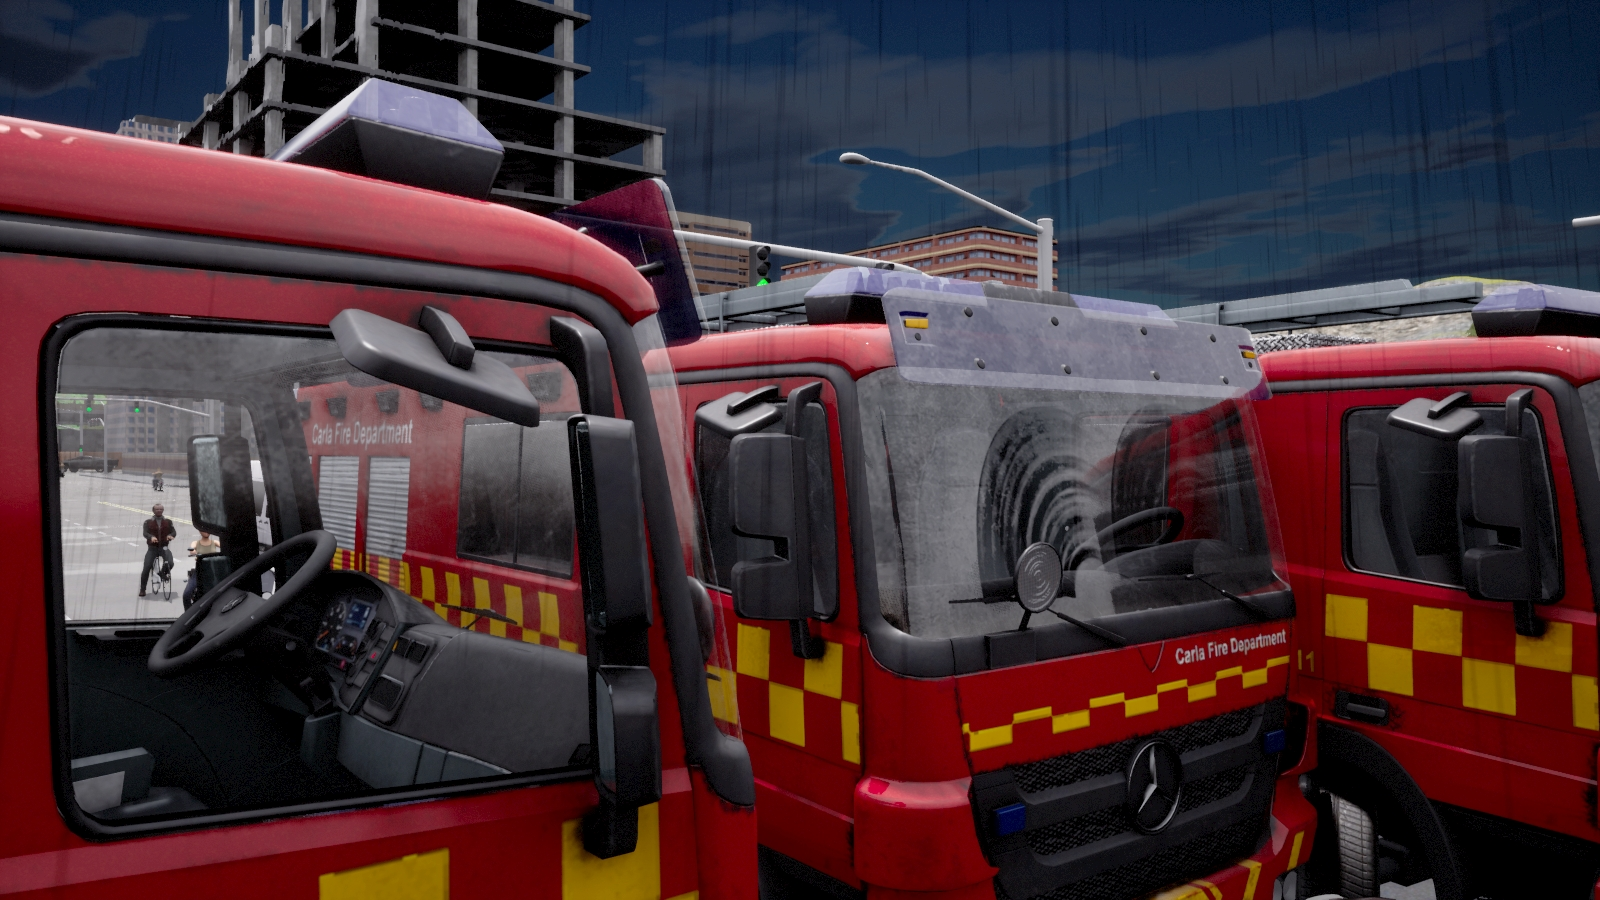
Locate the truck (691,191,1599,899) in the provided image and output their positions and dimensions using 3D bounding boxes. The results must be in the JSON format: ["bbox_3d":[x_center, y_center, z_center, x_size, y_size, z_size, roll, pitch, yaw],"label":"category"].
[{"bbox_3d":[2.348,0.890,8.605,2.891,3.827,8.468,0,0,-31],"label":"truck"}]

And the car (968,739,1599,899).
[{"bbox_3d":[2.437,2.065,3.109,1.970,1.475,3.806,0,0,-30],"label":"car"}]

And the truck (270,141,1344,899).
[{"bbox_3d":[-1.099,0.890,8.003,2.891,3.827,8.468,0,0,-38],"label":"truck"}]

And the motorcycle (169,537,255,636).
[{"bbox_3d":[-9.533,2.155,18.464,0.764,1.307,2.356,0,0,-39],"label":"motorcycle"}]

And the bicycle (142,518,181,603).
[{"bbox_3d":[-12.095,2.060,21.614,0.329,1.471,1.835,0,0,-39],"label":"bicycle"}]
